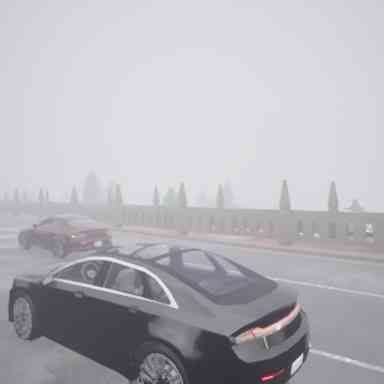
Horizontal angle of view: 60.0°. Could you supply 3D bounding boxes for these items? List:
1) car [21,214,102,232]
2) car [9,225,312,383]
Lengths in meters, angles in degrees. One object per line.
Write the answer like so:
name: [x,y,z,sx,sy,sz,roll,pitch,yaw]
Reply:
car: [-4.926,1.592,12.816,4.674,1.442,1.812,0,0,41]
car: [-0.850,1.518,4.846,4.902,1.511,2.128,0,0,38]
